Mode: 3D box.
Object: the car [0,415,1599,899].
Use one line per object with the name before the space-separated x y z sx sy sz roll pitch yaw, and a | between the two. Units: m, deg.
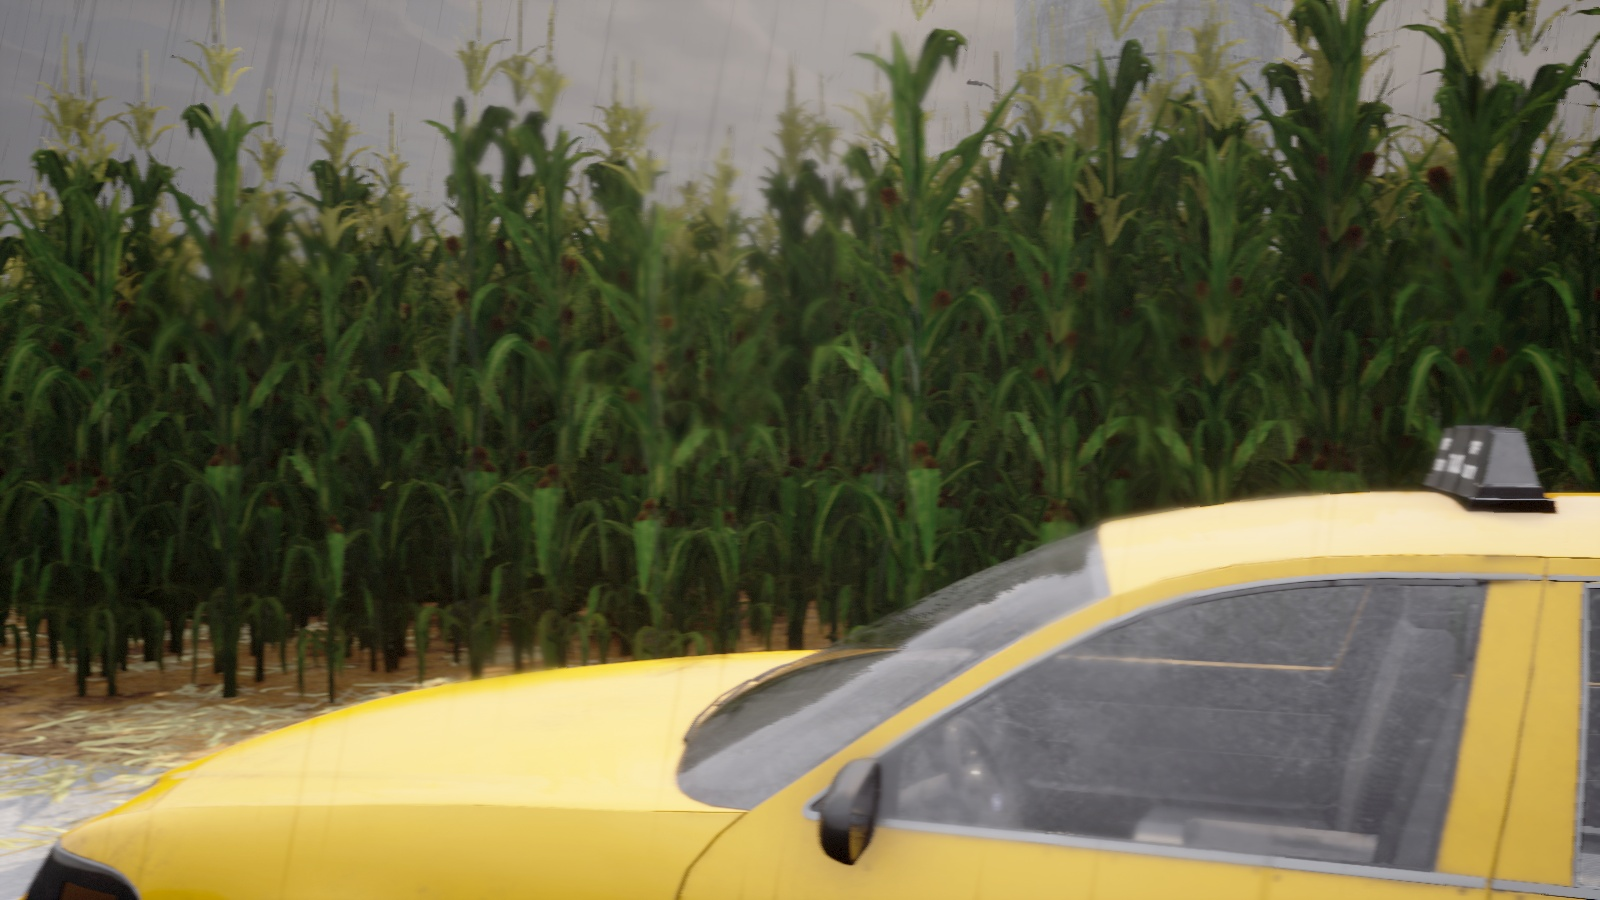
car | 1.090 0.732 2.404 5.366 1.575 1.801 1 1 19
